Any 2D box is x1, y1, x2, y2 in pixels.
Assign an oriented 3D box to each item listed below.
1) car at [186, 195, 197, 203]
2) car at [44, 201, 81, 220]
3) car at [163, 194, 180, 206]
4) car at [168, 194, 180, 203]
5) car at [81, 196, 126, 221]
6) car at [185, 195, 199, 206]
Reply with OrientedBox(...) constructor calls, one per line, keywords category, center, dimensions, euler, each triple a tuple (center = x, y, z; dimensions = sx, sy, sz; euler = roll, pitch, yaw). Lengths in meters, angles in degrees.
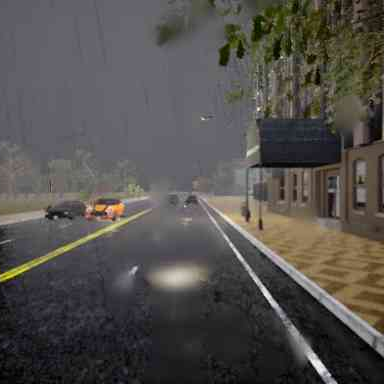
OrientedBox(category="car", center=(-0.038, 1.302, 60.246), dimensions=(1.895, 1.301, 4.718), euler=(0, 0, 0))
OrientedBox(category="car", center=(-9.778, 1.420, 26.542), dimensions=(2.033, 1.411, 5.357), euler=(0, 0, 0))
OrientedBox(category="car", center=(-3.282, 1.302, 49.794), dimensions=(2.033, 1.411, 5.357), euler=(0, 0, 0))
OrientedBox(category="car", center=(-3.288, 1.180, 60.213), dimensions=(1.882, 1.535, 5.008), euler=(0, 0, 0))
OrientedBox(category="car", center=(-6.539, 1.228, 25.549), dimensions=(2.097, 1.767, 4.553), euler=(0, 0, 0))
OrientedBox(category="car", center=(-0.032, 1.259, 49.796), dimensions=(1.837, 1.490, 4.892), euler=(0, 0, 0))
